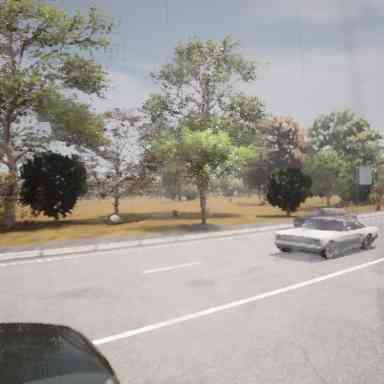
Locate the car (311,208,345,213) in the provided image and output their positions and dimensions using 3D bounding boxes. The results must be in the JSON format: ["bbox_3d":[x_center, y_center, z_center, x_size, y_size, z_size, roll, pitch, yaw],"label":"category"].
[{"bbox_3d":[7.937,1.638,19.665,4.718,1.301,1.895,0,0,-42],"label":"car"}]

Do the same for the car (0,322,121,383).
[{"bbox_3d":[-2.517,1.573,2.080,4.181,1.385,1.994,0,0,-35],"label":"car"}]

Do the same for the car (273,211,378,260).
[{"bbox_3d":[5.180,1.627,12.646,4.718,1.301,1.895,0,0,-40],"label":"car"}]
